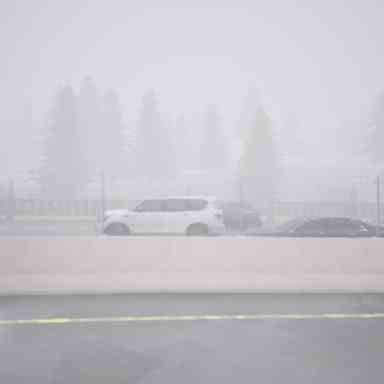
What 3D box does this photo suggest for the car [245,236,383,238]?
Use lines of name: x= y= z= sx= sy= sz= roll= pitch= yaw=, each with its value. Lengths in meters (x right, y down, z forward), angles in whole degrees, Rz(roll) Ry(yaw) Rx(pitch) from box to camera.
car: x=4.073 y=1.525 z=11.323 sx=4.892 sy=1.490 sz=1.837 roll=1 pitch=0 yaw=-2
